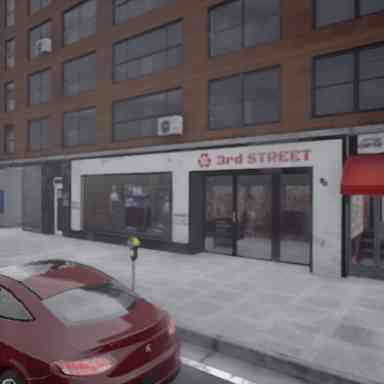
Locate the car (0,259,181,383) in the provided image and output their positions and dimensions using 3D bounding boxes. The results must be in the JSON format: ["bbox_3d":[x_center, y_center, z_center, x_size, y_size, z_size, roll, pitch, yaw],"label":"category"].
[{"bbox_3d":[-2.061,1.553,4.278,4.206,1.307,1.802,0,0,35],"label":"car"}]
